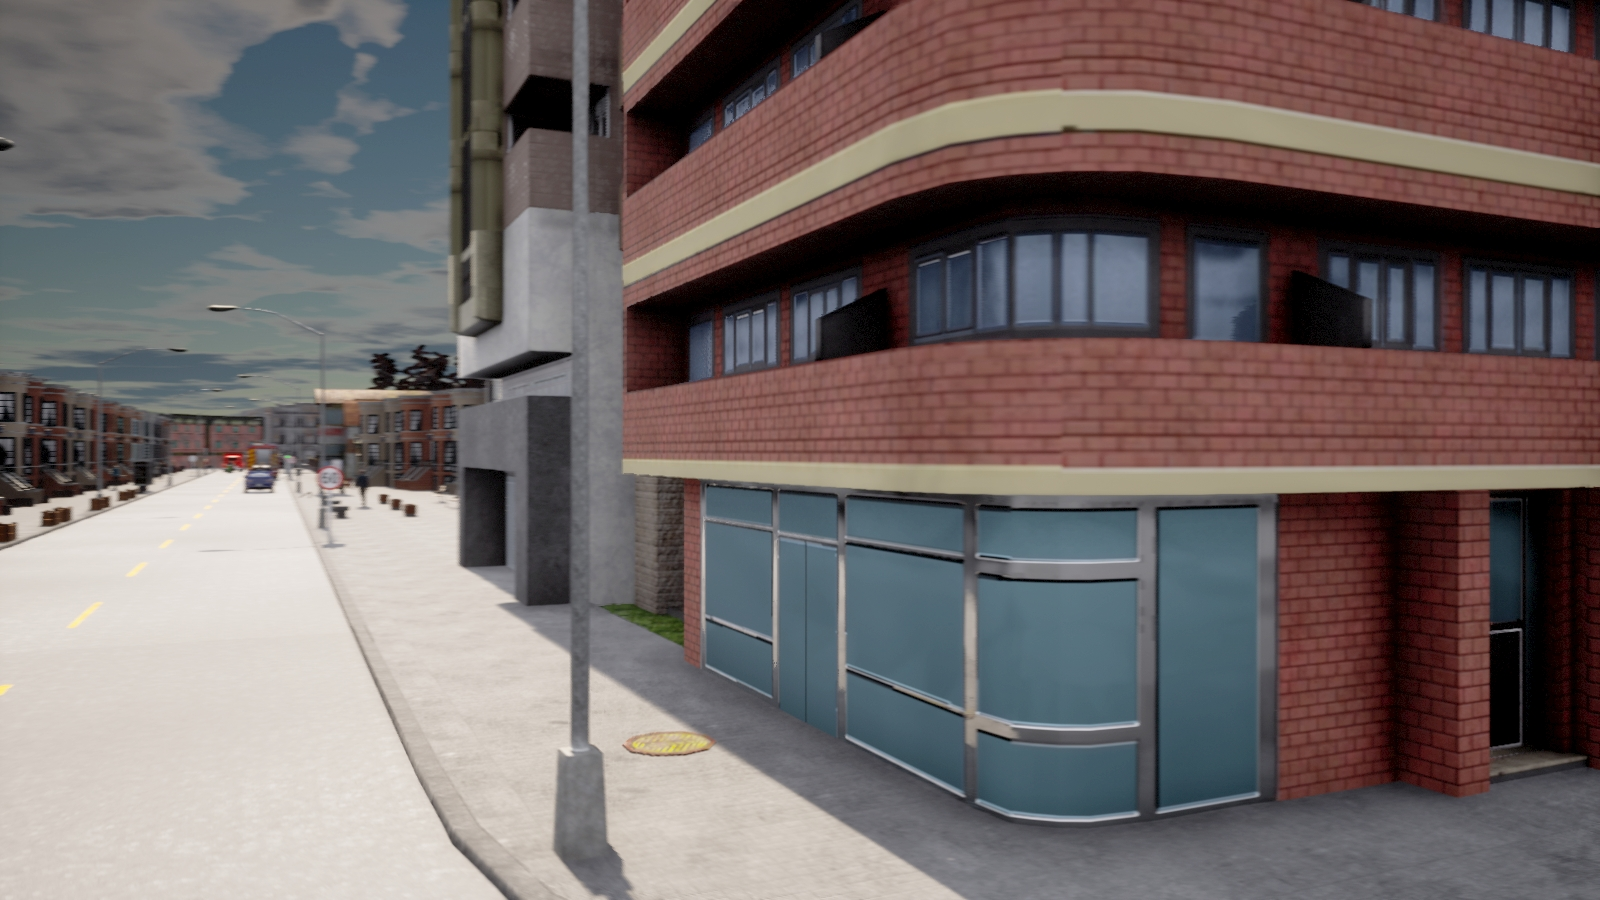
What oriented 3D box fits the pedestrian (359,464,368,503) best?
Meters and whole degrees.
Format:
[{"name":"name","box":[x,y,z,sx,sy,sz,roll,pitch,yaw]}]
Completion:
[{"name":"pedestrian","box":[-20.810,1.584,54.441,0.375,1.860,0.375,0,0,-28]}]
